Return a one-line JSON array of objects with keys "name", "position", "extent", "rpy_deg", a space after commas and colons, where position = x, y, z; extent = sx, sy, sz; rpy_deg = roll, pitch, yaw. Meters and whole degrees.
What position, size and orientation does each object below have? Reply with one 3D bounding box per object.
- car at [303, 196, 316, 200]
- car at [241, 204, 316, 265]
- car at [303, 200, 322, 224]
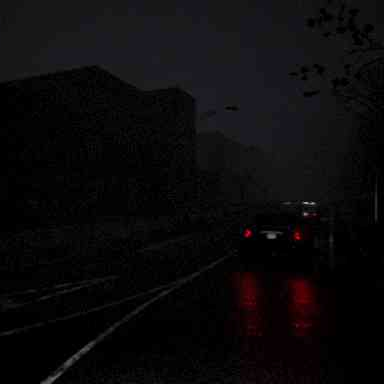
[{"name": "car", "position": [24.472, 1.508, 69.291], "extent": [1.994, 1.385, 4.181], "rpy_deg": [0, 0, 29]}, {"name": "car", "position": [3.359, 1.452, 12.548], "extent": [2.097, 1.767, 4.553], "rpy_deg": [0, 0, 23]}, {"name": "car", "position": [9.144, 1.667, 26.285], "extent": [2.033, 1.411, 5.357], "rpy_deg": [0, 0, 23]}]
